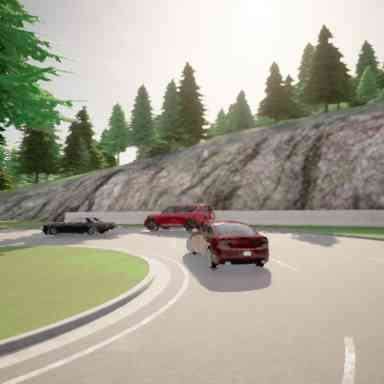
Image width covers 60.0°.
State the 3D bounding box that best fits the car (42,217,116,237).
[{"bbox_3d":[-7.896,2.404,23.262,4.718,1.301,1.895,-1,-2,5],"label":"car"}]

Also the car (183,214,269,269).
[{"bbox_3d":[1.167,1.811,12.628,1.882,1.535,5.008,0,-2,-12],"label":"car"}]

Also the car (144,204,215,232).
[{"bbox_3d":[-0.918,1.932,24.940,5.566,2.045,2.150,-2,-2,27],"label":"car"}]
